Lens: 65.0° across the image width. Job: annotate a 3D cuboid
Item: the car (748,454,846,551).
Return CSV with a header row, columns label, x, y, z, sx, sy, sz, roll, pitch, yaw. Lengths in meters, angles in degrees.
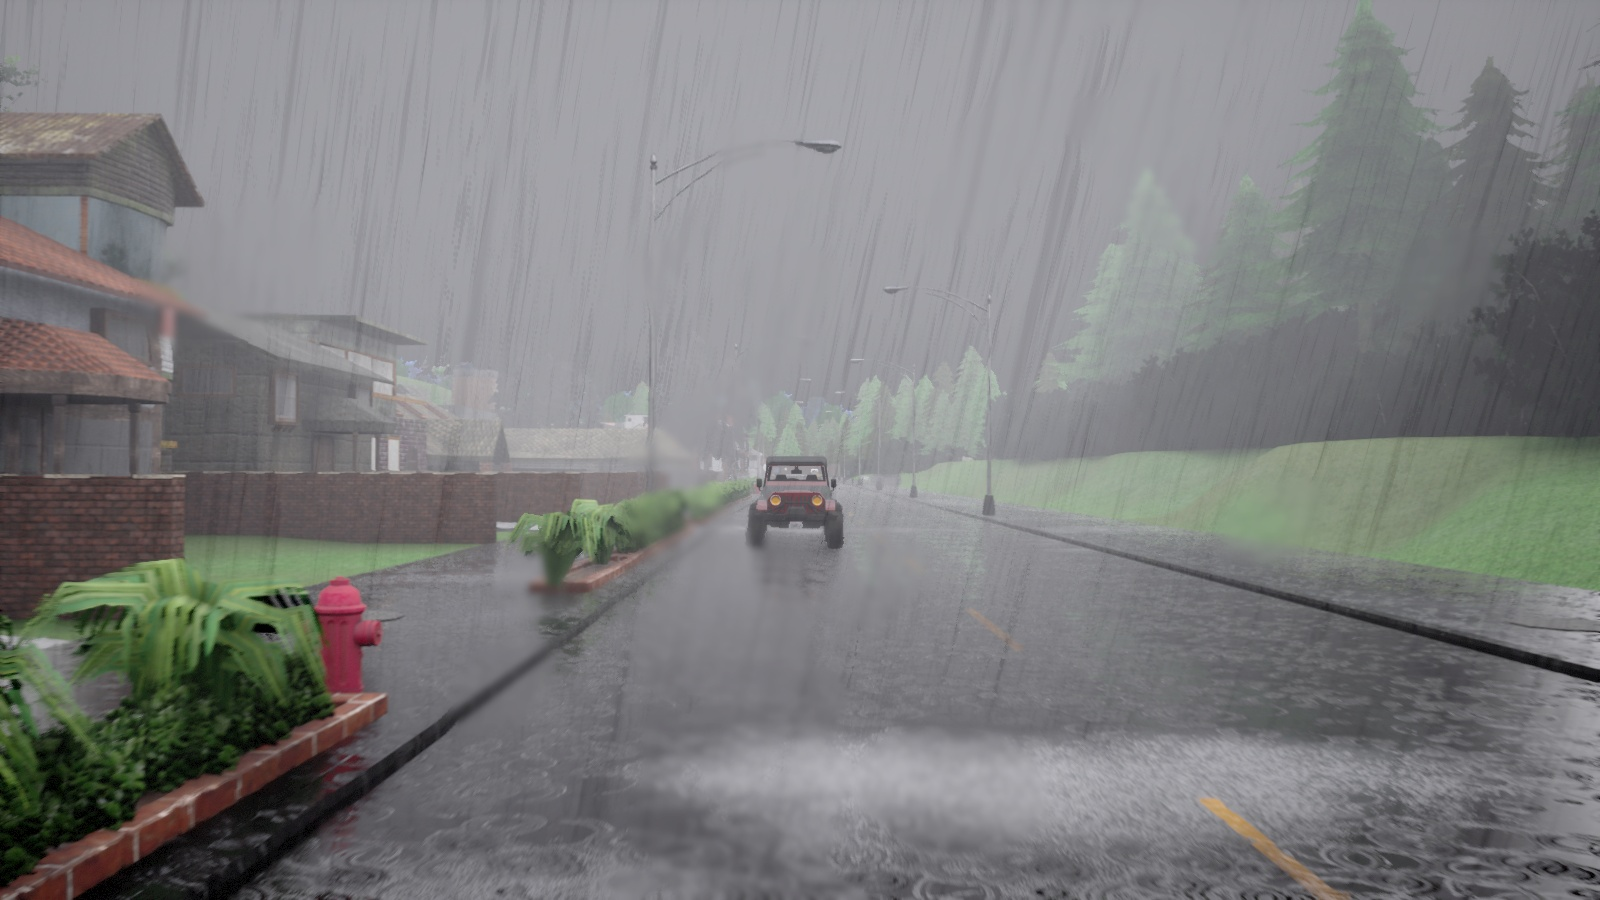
label,x,y,z,sx,sy,sz,roll,pitch,yaw
car,-0.065,1.053,26.404,1.905,1.878,3.866,0,-1,0
